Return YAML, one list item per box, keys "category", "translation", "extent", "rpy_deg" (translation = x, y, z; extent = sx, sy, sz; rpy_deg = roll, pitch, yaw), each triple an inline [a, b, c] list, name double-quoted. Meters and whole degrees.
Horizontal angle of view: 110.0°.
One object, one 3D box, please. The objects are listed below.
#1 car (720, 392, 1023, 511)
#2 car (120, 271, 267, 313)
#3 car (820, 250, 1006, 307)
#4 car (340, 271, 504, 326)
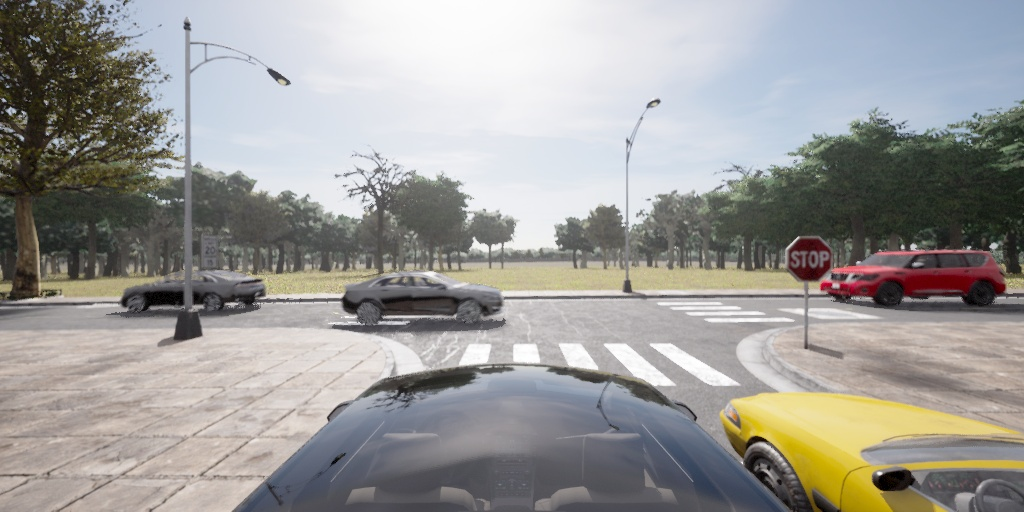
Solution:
- category: "car"
  translation: [2.634, 1.277, 1.147]
  extent: [1.751, 1.417, 4.829]
  rpy_deg: [0, 0, 0]
- category: "car"
  translation: [-12.507, 1.352, 14.210]
  extent: [4.902, 1.511, 2.128]
  rpy_deg: [-1, 0, 1]
- category: "car"
  translation: [15.390, 0.798, 13.939]
  extent: [5.566, 2.045, 2.150]
  rpy_deg: [0, 0, 1]
- category: "car"
  translation: [-2.710, 1.226, 11.165]
  extent: [4.902, 1.511, 2.128]
  rpy_deg: [-1, 0, 1]
